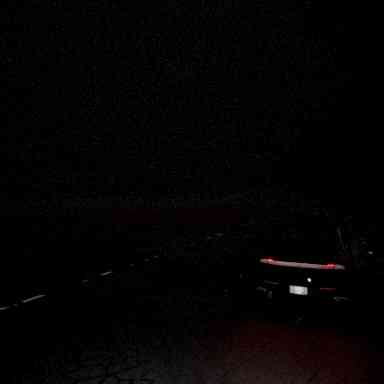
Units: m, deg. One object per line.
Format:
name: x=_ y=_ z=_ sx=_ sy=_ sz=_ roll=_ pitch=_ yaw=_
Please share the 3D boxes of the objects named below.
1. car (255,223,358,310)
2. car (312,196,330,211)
car: x=2.844 y=1.509 z=8.018 sx=2.128 sy=1.511 sz=4.902 roll=0 pitch=0 yaw=24
car: x=18.725 y=1.648 z=48.152 sx=2.150 sy=2.045 sz=5.566 roll=0 pitch=-1 yaw=19
